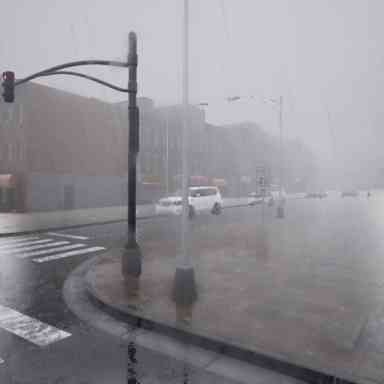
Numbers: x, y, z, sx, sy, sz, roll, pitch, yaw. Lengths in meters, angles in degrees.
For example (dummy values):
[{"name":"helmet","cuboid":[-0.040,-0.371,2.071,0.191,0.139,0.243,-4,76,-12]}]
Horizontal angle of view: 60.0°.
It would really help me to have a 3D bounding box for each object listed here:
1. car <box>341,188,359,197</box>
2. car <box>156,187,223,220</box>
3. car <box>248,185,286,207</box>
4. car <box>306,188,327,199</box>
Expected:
[{"name":"car","cuboid":[24.995,0.089,52.520,2.033,1.411,5.357,0,2,35]},{"name":"car","cuboid":[-0.015,0.668,22.545,2.150,2.045,5.566,0,1,36]},{"name":"car","cuboid":[7.556,0.328,33.158,2.150,2.045,5.566,0,2,34]},{"name":"car","cuboid":[17.721,0.288,47.238,1.994,1.385,4.181,0,2,35]}]
